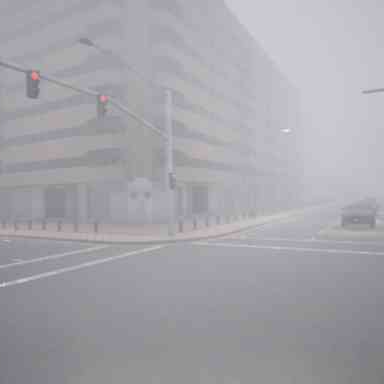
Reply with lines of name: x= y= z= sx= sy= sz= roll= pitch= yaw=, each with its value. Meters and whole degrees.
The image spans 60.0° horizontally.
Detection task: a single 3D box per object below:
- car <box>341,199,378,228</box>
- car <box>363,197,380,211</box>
car: x=11.289 y=1.469 z=22.507 sx=1.882 sy=1.535 sz=5.008 roll=-2 pitch=-1 yaw=29
car: x=16.095 y=1.474 z=30.833 sx=2.128 sy=1.511 sz=4.902 roll=-2 pitch=-1 yaw=30
